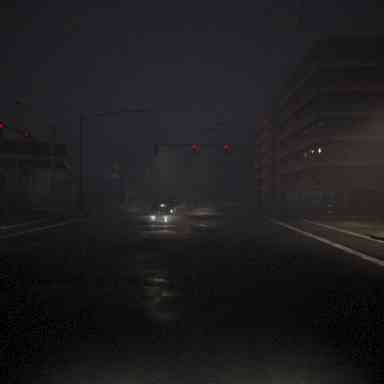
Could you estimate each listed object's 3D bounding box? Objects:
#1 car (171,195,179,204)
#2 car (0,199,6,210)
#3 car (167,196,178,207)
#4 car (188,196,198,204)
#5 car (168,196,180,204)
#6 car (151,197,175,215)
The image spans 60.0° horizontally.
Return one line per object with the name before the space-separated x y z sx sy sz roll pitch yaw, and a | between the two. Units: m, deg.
car | -3.331 1.352 52.538 2.097 1.767 4.553 0 0 0
car | -24.053 1.456 38.905 3.806 1.475 1.970 0 0 1
car | -3.256 1.564 43.942 1.994 1.385 4.181 0 0 0
car | 0.248 1.526 64.987 1.812 1.442 4.674 0 0 0
car | -3.393 1.564 62.555 1.994 1.385 4.181 0 0 0
car | -3.174 1.547 34.701 2.033 1.411 5.357 0 0 -1
